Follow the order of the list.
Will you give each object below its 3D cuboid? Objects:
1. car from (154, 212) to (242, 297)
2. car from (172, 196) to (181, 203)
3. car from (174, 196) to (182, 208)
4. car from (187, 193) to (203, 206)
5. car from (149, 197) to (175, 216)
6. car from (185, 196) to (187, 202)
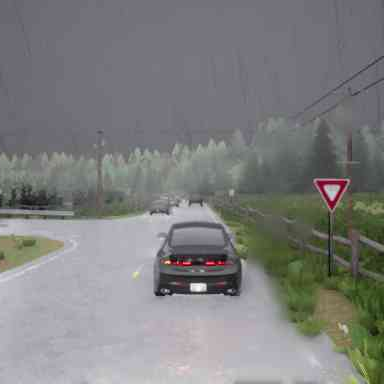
[{"bbox_3d":[0.131,1.506,8.583,1.837,1.490,4.892,0,0,0],"label":"car"},{"bbox_3d":[-3.050,1.525,67.597,1.812,1.442,4.674,0,0,-2],"label":"car"},{"bbox_3d":[-2.834,1.492,48.513,2.128,1.511,4.902,0,0,1],"label":"car"},{"bbox_3d":[0.575,1.221,55.640,2.150,2.045,5.566,0,0,-1],"label":"car"},{"bbox_3d":[-3.059,1.504,33.177,1.837,1.490,4.892,0,0,2],"label":"car"},{"bbox_3d":[-0.452,1.355,77.936,2.097,1.767,4.553,0,0,-5],"label":"car"}]
